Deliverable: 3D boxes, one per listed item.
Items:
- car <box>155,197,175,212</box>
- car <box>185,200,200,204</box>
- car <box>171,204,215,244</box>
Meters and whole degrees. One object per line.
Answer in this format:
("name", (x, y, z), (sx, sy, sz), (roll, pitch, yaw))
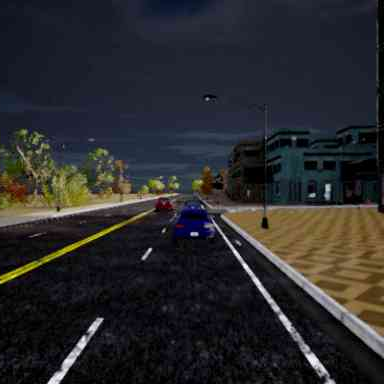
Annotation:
("car", (-3.168, 1.347, 39.647), (2.097, 1.767, 4.553), (0, 0, 0))
("car", (0.084, 1.540, 34.277), (2.033, 1.411, 5.357), (0, 0, 0))
("car", (0.092, 1.524, 15.721), (1.812, 1.442, 4.674), (0, 0, 0))
